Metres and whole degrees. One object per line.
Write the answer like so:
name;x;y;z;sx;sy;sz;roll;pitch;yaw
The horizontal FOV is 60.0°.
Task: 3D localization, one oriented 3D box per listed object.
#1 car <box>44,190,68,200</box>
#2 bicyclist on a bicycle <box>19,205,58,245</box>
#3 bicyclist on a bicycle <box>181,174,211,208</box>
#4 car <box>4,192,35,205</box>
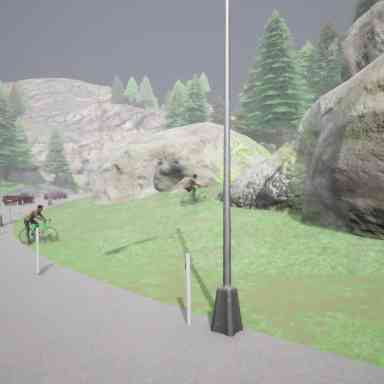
car;-20.926;0.434;51.243;1.994;1.385;4.181;0;2;9
bicyclist on a bicycle;-6.467;1.368;13.947;1.656;1.620;0.582;-3;3;2
bicyclist on a bicycle;0.142;-0.076;17.208;1.656;1.620;0.582;-12;10;-14
car;-21.078;0.741;40.794;1.882;1.535;5.008;0;2;-2
